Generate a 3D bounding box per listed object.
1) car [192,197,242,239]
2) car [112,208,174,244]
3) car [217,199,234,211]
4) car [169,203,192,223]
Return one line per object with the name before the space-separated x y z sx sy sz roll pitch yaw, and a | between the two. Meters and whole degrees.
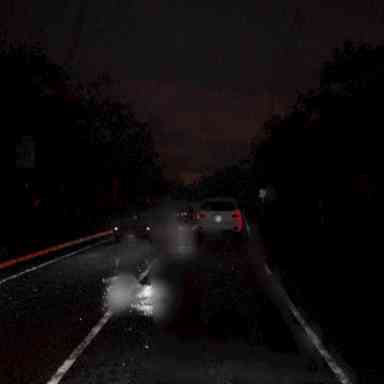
car | 1.537 1.299 18.100 2.150 2.045 5.566 0 0 7
car | -2.374 1.697 16.688 1.895 1.301 4.718 0 0 7
car | 4.455 1.693 44.674 2.128 1.511 4.902 0 0 4
car | -0.958 1.633 27.117 2.128 1.511 4.902 0 0 8
